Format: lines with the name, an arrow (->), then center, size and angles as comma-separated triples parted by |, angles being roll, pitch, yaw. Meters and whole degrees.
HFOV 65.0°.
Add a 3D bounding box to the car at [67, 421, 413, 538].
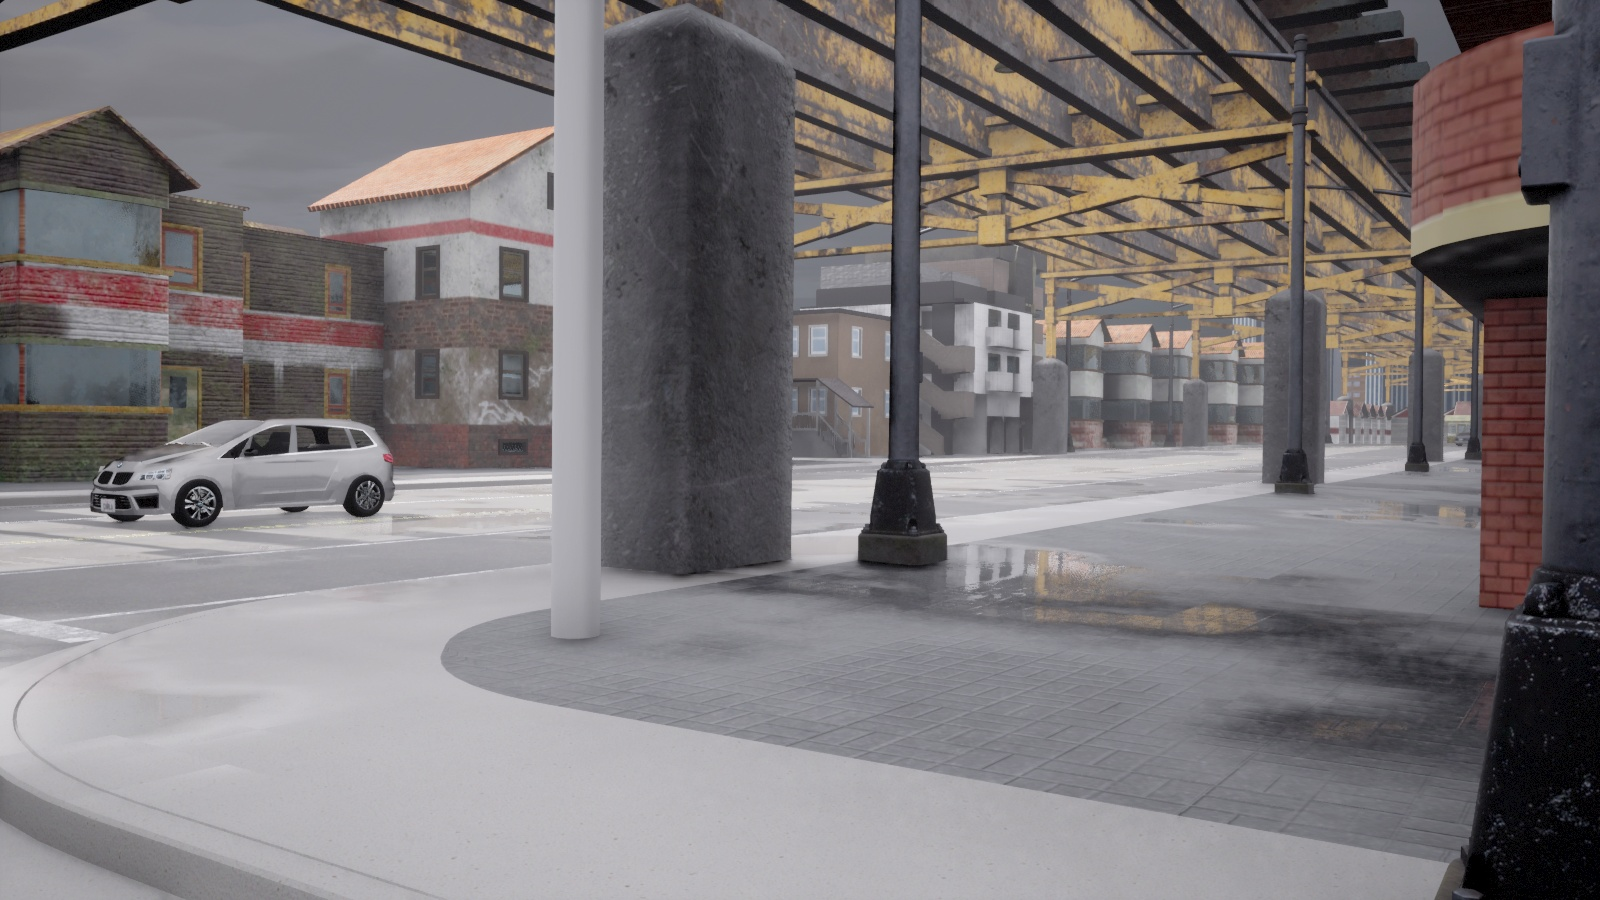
car -> -8.884, 0.379, 20.320 | 2.242, 1.667, 4.611 | 0, 1, 34
